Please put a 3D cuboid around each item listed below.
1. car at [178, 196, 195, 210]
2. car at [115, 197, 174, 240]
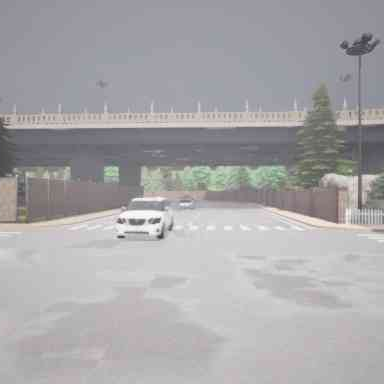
[{"bbox_3d":[-0.723,1.591,42.497,1.812,1.442,4.674,0,1,5],"label":"car"},{"bbox_3d":[-2.248,1.285,17.213,2.150,2.045,5.566,0,0,4],"label":"car"}]
